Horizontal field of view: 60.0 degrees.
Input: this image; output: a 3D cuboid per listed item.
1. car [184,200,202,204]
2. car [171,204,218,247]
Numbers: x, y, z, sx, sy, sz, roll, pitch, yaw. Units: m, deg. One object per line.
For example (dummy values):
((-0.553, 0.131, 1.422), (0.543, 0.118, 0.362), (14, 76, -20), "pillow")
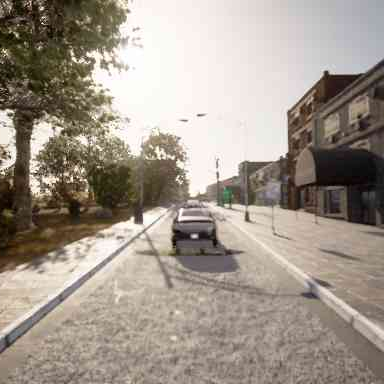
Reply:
((0.091, 1.533, 32.583), (1.812, 1.442, 4.674), (0, 0, 0), "car")
((0.097, 1.458, 14.606), (2.128, 1.511, 4.902), (-1, -1, 0), "car")
